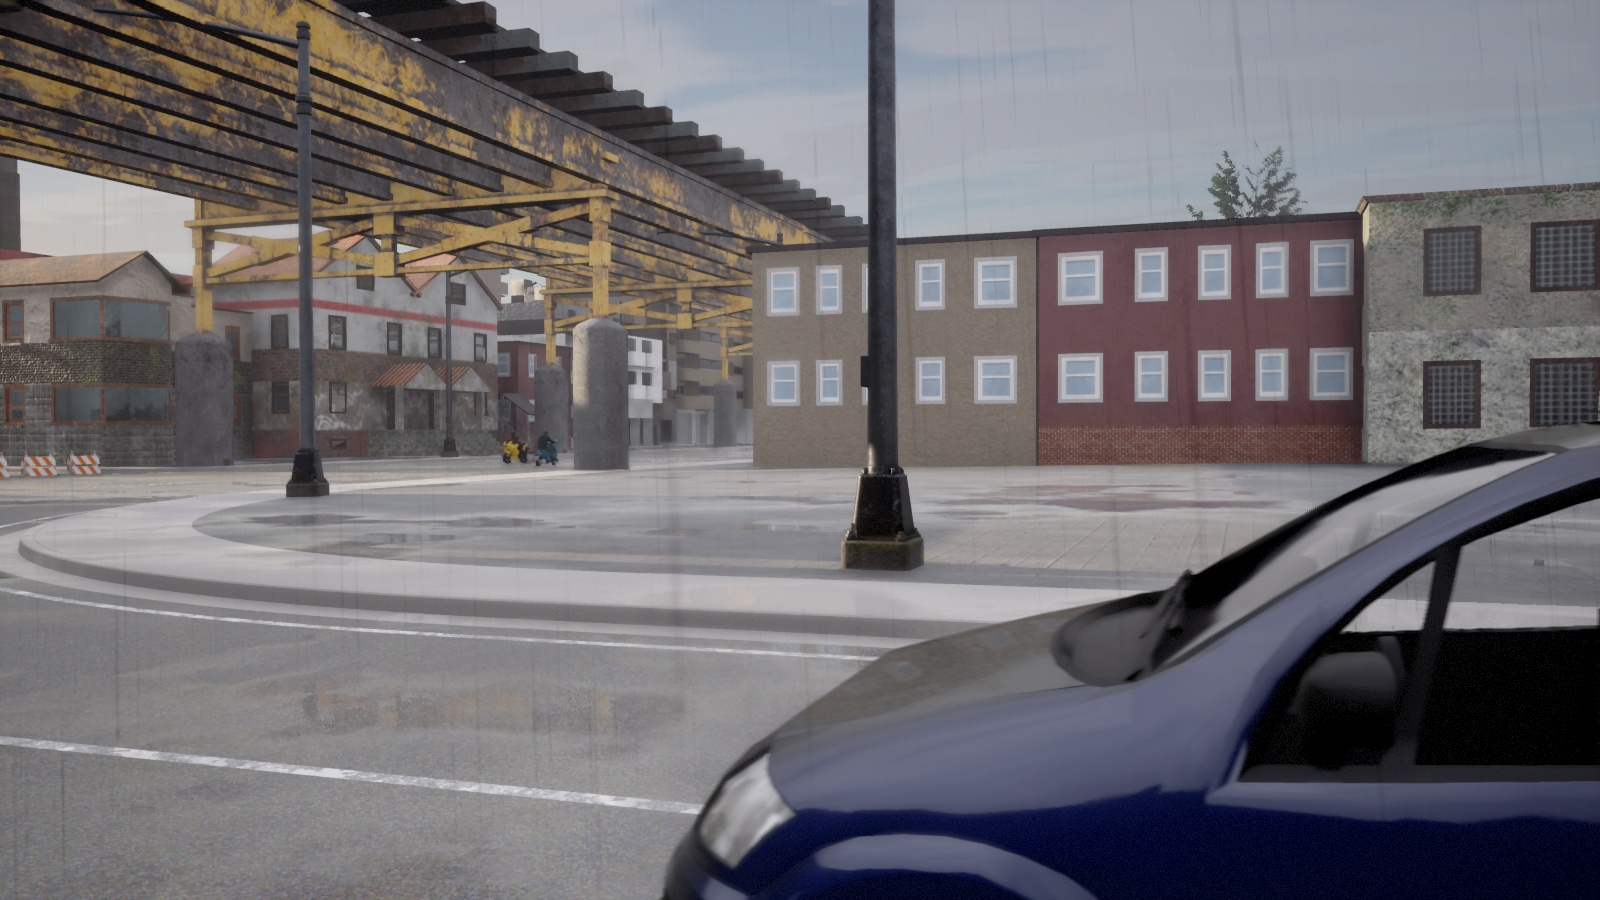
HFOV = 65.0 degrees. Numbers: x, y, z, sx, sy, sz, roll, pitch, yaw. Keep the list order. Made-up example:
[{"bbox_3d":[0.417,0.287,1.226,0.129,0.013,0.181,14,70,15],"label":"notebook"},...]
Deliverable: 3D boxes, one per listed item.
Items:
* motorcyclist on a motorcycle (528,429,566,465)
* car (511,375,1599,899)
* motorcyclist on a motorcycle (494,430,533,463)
[{"bbox_3d":[-11.168,-0.150,55.474,0.866,1.590,1.817,1,1,20],"label":"motorcyclist on a motorcycle"},{"bbox_3d":[1.634,0.689,2.639,3.988,1.617,1.851,1,1,18],"label":"car"},{"bbox_3d":[-13.513,-0.192,59.319,0.797,1.523,2.044,1,1,20],"label":"motorcyclist on a motorcycle"}]
